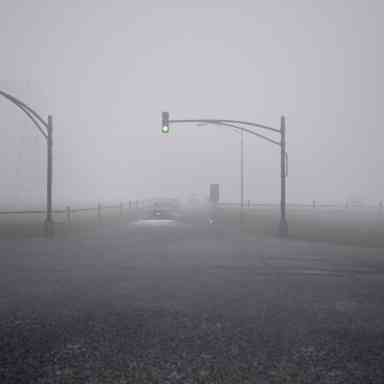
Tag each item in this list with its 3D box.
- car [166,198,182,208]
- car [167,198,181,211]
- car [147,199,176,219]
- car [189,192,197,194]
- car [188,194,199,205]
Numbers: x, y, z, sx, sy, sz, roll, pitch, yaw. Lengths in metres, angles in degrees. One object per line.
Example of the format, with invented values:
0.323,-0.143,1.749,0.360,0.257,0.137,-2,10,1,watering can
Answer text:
-2.623,1.575,49.596,2.033,1.411,5.357,0,0,1,car
-2.685,1.497,39.234,1.882,1.535,5.008,0,0,1,car
-2.736,1.577,29.054,1.994,1.385,4.181,0,0,1,car
0.306,1.108,70.023,2.150,2.045,5.566,0,0,0,car
0.254,1.515,59.570,1.882,1.535,5.008,0,0,0,car
